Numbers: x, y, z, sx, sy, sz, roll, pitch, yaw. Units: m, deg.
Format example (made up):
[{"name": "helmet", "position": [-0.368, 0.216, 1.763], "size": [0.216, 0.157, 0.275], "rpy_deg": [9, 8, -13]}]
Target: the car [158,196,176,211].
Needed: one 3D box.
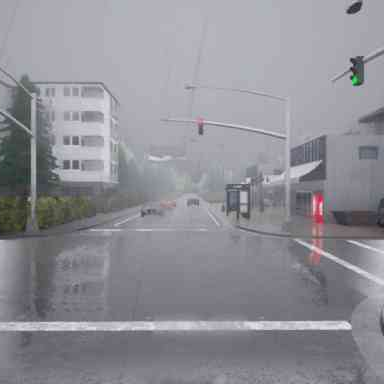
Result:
[{"name": "car", "position": [-3.501, 1.352, 40.744], "size": [2.097, 1.767, 4.553], "rpy_deg": [0, 0, 0]}]

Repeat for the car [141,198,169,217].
[{"name": "car", "position": [-3.530, 1.564, 31.042], "size": [1.994, 1.385, 4.181], "rpy_deg": [0, 0, 0]}]

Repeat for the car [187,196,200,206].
[{"name": "car", "position": [0.236, 1.505, 54.213], "size": [1.837, 1.490, 4.892], "rpy_deg": [0, 0, 1]}]
